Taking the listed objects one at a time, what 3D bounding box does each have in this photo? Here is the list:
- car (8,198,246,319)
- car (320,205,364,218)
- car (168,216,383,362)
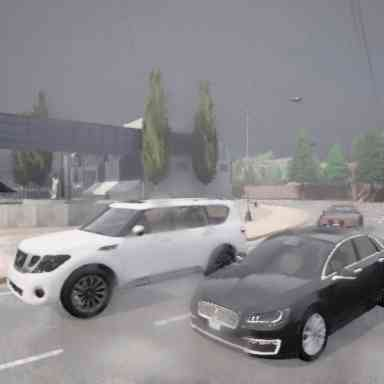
[{"bbox_3d":[-1.087,1.202,7.770,5.566,2.045,2.150,-1,0,-39],"label":"car"},{"bbox_3d":[8.199,1.432,18.166,1.994,1.385,4.181,0,0,32],"label":"car"},{"bbox_3d":[2.131,1.464,6.010,4.892,1.490,1.837,-2,1,-41],"label":"car"}]
